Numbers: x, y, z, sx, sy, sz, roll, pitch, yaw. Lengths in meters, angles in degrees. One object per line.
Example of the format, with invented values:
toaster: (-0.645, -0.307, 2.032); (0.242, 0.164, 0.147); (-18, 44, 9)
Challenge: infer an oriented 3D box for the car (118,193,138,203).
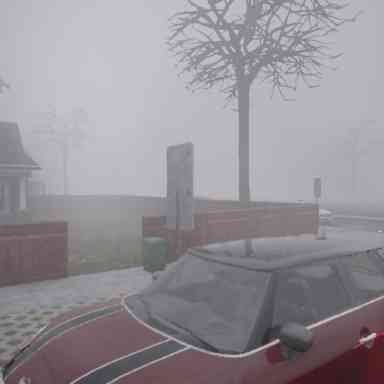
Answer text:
car: (-8.054, 0.928, 43.532); (1.812, 1.442, 4.674); (0, 1, -36)

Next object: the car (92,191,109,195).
car: (-16.732, 0.593, 60.521); (1.837, 1.490, 4.892); (0, 1, -36)

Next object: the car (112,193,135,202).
car: (-10.849, 0.815, 52.370); (1.994, 1.385, 4.181); (0, 1, -34)

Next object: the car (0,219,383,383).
car: (0.535, 1.351, 3.432); (4.553, 1.767, 2.097); (0, 0, -35)

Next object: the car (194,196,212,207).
car: (0.900, 1.120, 31.108); (1.882, 1.535, 5.008); (0, 1, -36)

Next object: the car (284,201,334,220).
car: (7.164, 1.334, 22.442); (1.812, 1.442, 4.674); (0, 1, -36)
